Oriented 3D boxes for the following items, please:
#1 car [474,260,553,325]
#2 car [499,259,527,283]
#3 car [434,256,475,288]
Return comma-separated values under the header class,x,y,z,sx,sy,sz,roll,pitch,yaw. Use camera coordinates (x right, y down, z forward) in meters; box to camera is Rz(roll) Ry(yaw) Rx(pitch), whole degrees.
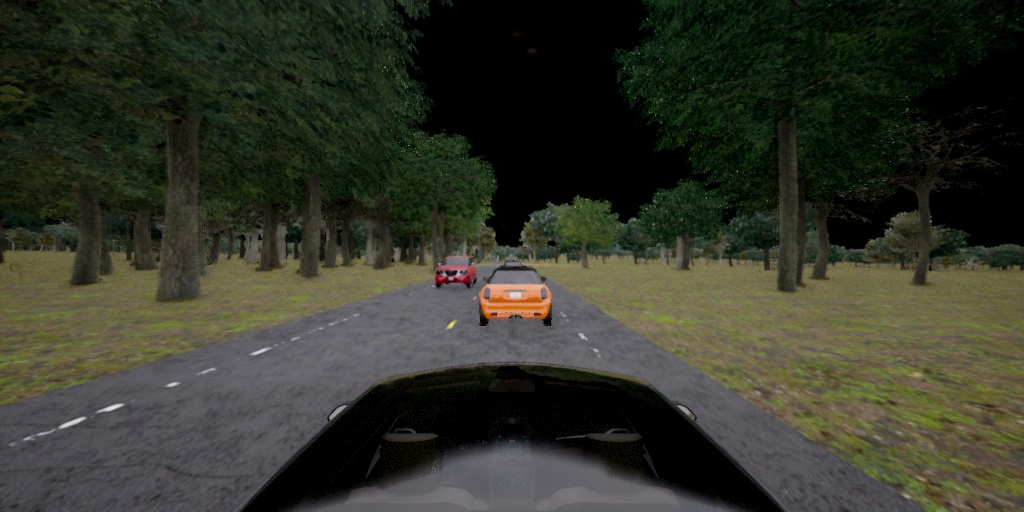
class,x,y,z,sx,sy,sz,roll,pitch,yaw
car,0.100,1.098,11.962,2.097,1.767,4.553,0,0,0
car,0.101,1.125,29.061,2.097,1.767,4.553,0,0,0
car,-3.593,0.982,23.877,2.150,2.045,5.566,0,0,0
